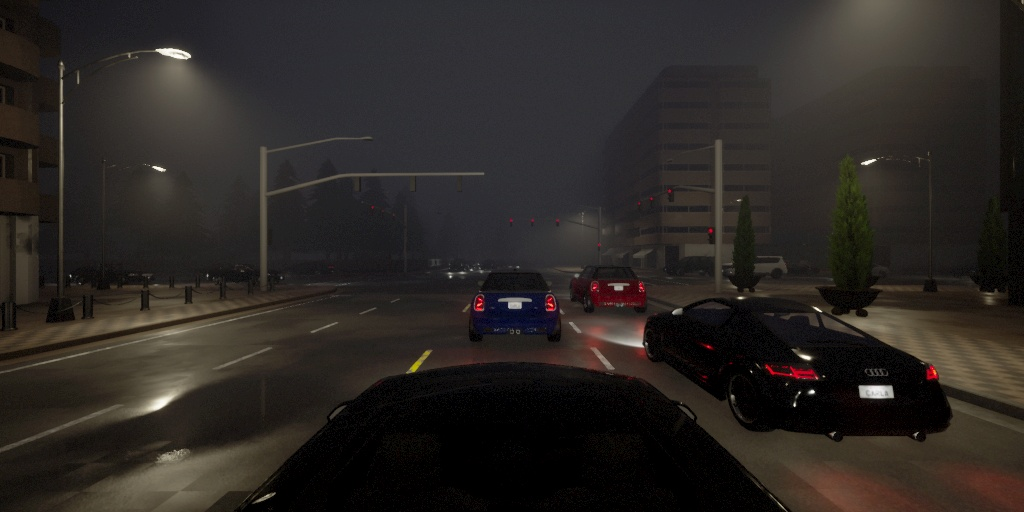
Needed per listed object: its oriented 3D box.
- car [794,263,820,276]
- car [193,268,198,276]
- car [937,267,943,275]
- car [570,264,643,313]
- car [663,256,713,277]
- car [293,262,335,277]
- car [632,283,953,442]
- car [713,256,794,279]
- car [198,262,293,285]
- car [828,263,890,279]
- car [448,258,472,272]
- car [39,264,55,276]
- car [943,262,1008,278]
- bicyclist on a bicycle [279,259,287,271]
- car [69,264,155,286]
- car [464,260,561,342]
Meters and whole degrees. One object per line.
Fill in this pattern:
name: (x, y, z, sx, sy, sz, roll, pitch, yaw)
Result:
car: (28.369, 1.406, 36.607, 4.718, 1.301, 1.895, 0, 0, 0)
car: (-26.290, 1.283, 32.893, 5.008, 1.535, 1.882, 0, 0, 0)
car: (46.704, 1.406, 36.637, 4.718, 1.301, 1.895, 0, 0, 0)
car: (3.604, 1.102, 14.198, 2.097, 1.767, 4.553, 0, 0, 0)
car: (18.418, 1.027, 36.569, 5.566, 2.045, 2.150, 0, 0, 0)
car: (-20.649, 1.310, 36.415, 4.892, 1.490, 1.837, 0, 0, 0)
car: (3.606, 1.314, 5.557, 1.994, 1.385, 4.181, 0, 0, 0)
car: (22.165, 1.027, 33.085, 5.566, 2.045, 2.150, 0, 0, 0)
car: (-18.998, 1.297, 25.721, 4.902, 1.511, 2.128, 0, 0, 0)
car: (32.019, 1.331, 33.119, 4.674, 1.442, 1.812, 0, 0, 0)
car: (-6.933, 1.101, 46.865, 2.097, 1.767, 4.553, 0, 0, 2)
car: (-49.765, 1.353, 36.249, 5.357, 1.411, 2.033, 0, 0, 0)
car: (43.729, 1.283, 33.142, 5.008, 1.535, 1.882, 0, 0, 0)
bicyclist on a bicycle: (-25.615, 1.106, 40.178, 0.582, 1.620, 1.656, 0, 0, 0)
car: (-28.532, 1.297, 25.684, 4.902, 1.511, 2.128, 0, 0, 0)
car: (0.082, 1.102, 9.970, 2.097, 1.767, 4.553, 0, 0, 0)
